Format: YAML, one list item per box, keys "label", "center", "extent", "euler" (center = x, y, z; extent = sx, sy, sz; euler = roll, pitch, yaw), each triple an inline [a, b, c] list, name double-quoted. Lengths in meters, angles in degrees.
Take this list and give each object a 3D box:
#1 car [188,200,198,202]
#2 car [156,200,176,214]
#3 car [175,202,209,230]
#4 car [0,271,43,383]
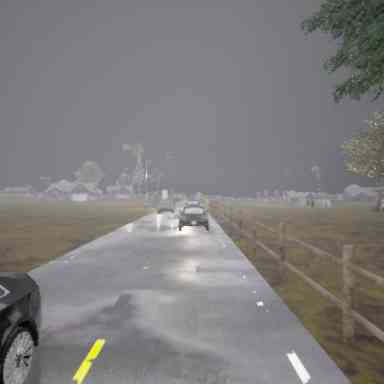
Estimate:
- label: "car"
  center: [0.106, 1.722, 40.454]
  extent: [1.812, 1.442, 4.674]
  euler: [0, -1, 0]
- label: "car"
  center: [-2.832, 1.673, 37.209]
  extent: [1.837, 1.490, 4.892]
  euler: [0, 0, 0]
- label: "car"
  center: [0.107, 1.587, 21.227]
  extent: [1.812, 1.442, 4.674]
  euler: [0, 0, 0]
- label: "car"
  center: [-2.847, 1.496, 2.369]
  extent: [2.128, 1.511, 4.902]
  euler: [0, 0, 0]
